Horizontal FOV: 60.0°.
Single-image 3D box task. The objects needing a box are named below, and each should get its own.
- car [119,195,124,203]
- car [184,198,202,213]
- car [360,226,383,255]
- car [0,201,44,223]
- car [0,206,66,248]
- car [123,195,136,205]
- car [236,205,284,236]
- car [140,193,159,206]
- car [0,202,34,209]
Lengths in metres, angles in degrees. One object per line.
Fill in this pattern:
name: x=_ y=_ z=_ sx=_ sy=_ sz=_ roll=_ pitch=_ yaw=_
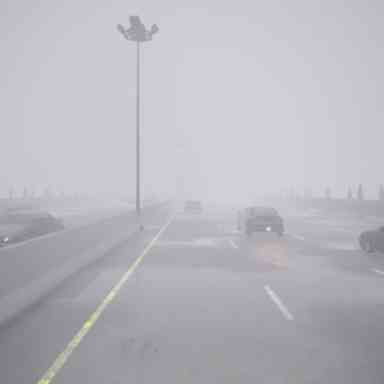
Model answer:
car: x=-13.490 y=1.411 z=67.376 sx=1.882 sy=1.535 sz=5.008 roll=0 pitch=0 yaw=2
car: x=0.122 y=1.455 z=37.056 sx=2.128 sy=1.511 sz=4.902 roll=0 pitch=0 yaw=0
car: x=7.106 y=1.515 z=10.367 sx=1.812 sy=1.442 sz=4.674 roll=0 pitch=0 yaw=0
car: x=-14.084 y=1.522 z=26.643 sx=2.033 sy=1.411 sz=5.357 roll=0 pitch=0 yaw=0
car: x=-7.092 y=1.534 z=14.044 sx=2.033 sy=1.411 sz=5.357 roll=0 pitch=0 yaw=0
car: x=-10.273 y=1.446 z=58.854 sx=1.837 sy=1.490 sz=4.892 roll=0 pitch=0 yaw=2
car: x=3.612 y=1.487 z=18.117 sx=1.837 sy=1.490 sz=4.892 roll=0 pitch=0 yaw=0
car: x=-6.866 y=1.167 z=55.479 sx=2.150 sy=2.045 sz=5.566 roll=0 pitch=0 yaw=2
car: x=-10.588 y=1.508 z=18.433 sx=1.812 sy=1.442 sz=4.674 roll=0 pitch=0 yaw=0
